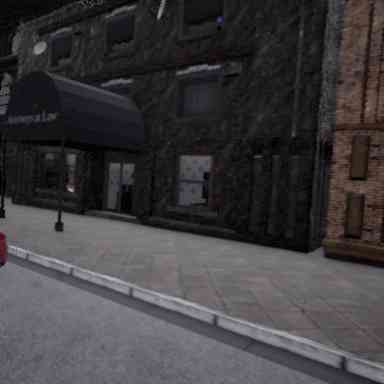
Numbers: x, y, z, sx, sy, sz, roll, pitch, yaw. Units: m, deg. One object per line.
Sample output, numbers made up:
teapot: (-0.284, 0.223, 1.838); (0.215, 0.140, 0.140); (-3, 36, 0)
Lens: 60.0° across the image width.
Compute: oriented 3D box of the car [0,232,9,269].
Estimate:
car: (-6.017, 0.995, 7.668); (4.674, 1.442, 1.812); (5, 3, 35)
